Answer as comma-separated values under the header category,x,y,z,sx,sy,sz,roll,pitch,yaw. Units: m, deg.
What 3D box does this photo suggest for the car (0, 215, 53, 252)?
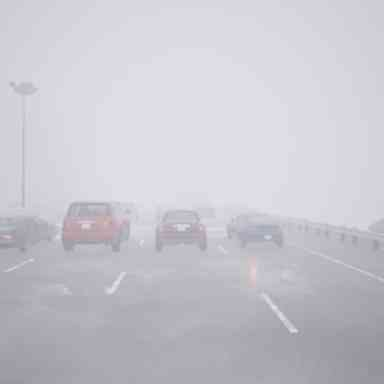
category,x,y,z,sx,sy,sz,roll,pitch,yaw
car,-7.549,1.694,14.528,2.033,1.411,5.357,0,-1,-4

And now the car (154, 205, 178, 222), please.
category,x,y,z,sx,sy,sz,roll,pitch,yaw
car,-2.496,1.909,31.084,1.895,1.301,4.718,0,-1,-9

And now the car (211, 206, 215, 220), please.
category,x,y,z,sx,sy,sz,roll,pitch,yaw
car,0.898,1.794,32.017,1.882,1.535,5.008,0,0,-9

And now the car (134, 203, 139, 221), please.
category,x,y,z,sx,sy,sz,roll,pitch,yaw
car,-5.947,1.654,30.501,2.097,1.767,4.553,0,-1,-9

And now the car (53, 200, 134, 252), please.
category,x,y,z,sx,sy,sz,roll,pitch,yaw
car,-4.059,1.365,14.803,2.150,2.045,5.566,0,0,-4

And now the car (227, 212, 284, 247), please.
category,x,y,z,sx,sy,sz,roll,pitch,yaw
car,2.888,1.681,15.733,1.812,1.442,4.674,0,0,-5

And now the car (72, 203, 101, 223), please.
category,x,y,z,sx,sy,sz,roll,pitch,yaw
car,-9.438,1.809,30.163,1.837,1.490,4.892,0,0,-9

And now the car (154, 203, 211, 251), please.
category,x,y,z,sx,sy,sz,roll,pitch,yaw
car,-0.577,1.501,15.162,2.097,1.767,4.553,0,-1,-4
